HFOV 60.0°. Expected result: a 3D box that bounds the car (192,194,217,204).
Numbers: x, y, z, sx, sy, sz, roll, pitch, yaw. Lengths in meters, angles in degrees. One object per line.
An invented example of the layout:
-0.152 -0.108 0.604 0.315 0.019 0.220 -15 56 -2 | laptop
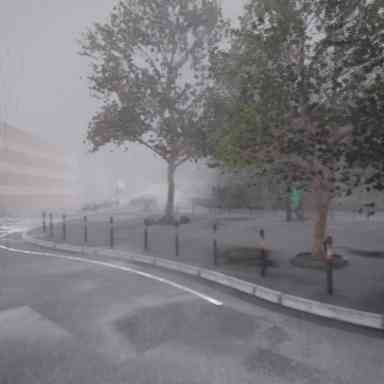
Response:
2.834 1.558 65.118 4.553 1.767 2.185 -1 0 -4 | car

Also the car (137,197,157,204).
-10.900 2.050 81.001 4.674 1.452 2.002 -1 0 -4 | car

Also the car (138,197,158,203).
-11.144 2.052 83.817 4.792 1.488 2.163 -1 0 -4 | car

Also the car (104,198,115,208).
-15.714 2.166 59.566 2.033 1.411 5.357 -1 0 -4 | car

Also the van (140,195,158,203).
-11.216 1.806 86.646 4.442 1.987 1.878 -1 0 -4 | van

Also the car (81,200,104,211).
-14.983 2.161 49.380 1.895 1.301 4.718 -1 0 -3 | car

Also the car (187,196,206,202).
1.227 1.833 87.658 4.792 1.488 2.163 -1 0 -4 | car

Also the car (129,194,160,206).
-9.875 1.687 66.911 5.566 2.045 2.435 -1 0 -4 | car

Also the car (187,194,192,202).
2.433 1.473 70.884 5.566 2.045 2.435 -1 0 -4 | car

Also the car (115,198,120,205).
-16.398 2.015 70.125 1.812 1.442 4.674 -1 0 -4 | car

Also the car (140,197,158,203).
-11.542 2.087 89.454 4.674 1.452 2.002 -1 0 -4 | car

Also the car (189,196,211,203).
1.830 1.768 79.208 4.892 1.521 2.231 -1 0 -4 | car

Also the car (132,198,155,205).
-10.056 1.994 69.728 4.674 1.452 2.002 -1 0 -4 | car
